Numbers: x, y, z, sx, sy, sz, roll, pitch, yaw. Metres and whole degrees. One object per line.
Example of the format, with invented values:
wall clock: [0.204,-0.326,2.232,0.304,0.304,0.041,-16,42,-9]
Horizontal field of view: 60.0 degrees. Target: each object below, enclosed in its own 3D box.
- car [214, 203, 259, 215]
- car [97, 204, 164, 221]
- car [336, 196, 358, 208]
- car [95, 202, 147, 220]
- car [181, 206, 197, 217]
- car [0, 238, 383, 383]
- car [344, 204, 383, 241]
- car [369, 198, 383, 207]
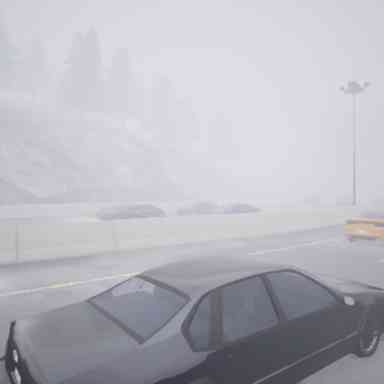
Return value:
car: [3.080,1.536,24.567,5.008,1.535,1.882,0,0,-41]
car: [-4.127,1.563,23.053,4.892,1.490,1.837,0,0,-39]
car: [24.289,1.468,52.107,2.097,1.767,4.553,0,0,40]
car: [-6.430,1.640,30.225,4.181,1.385,1.994,0,0,-40]
car: [0.671,1.582,31.791,4.892,1.490,1.837,0,0,-43]
car: [0.573,1.558,4.255,5.357,1.411,2.033,0,0,-37]
car: [9.022,1.512,15.552,5.008,1.535,1.882,0,0,-40]
car: [30.426,1.681,54.075,1.994,1.385,4.181,0,0,40]
